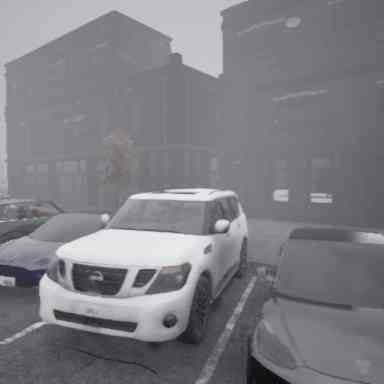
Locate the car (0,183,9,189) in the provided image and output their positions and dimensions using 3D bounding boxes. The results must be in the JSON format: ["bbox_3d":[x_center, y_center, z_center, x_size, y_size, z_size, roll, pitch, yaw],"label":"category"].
[{"bbox_3d":[-28.813,-0.193,49.658,4.792,1.488,2.163,1,3,17],"label":"car"}]

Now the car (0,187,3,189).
[{"bbox_3d":[-11.998,0.798,15.982,2.185,1.767,4.553,1,2,19],"label":"car"}]

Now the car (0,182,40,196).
[{"bbox_3d":[-27.028,-0.563,52.015,5.566,2.045,2.435,1,3,17],"label":"car"}]

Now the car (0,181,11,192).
[{"bbox_3d":[-38.564,-0.979,64.785,5.566,2.045,2.435,0,1,17],"label":"car"}]

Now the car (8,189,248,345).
[{"bbox_3d":[-0.300,0.984,6.541,2.435,2.045,5.566,1,2,19],"label":"car"}]

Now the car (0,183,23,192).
[{"bbox_3d":[-36.797,-0.943,67.210,4.553,1.767,2.185,0,1,17],"label":"car"}]

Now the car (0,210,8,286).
[{"bbox_3d":[-2.642,1.201,8.424,2.163,1.488,4.792,1,2,19],"label":"car"}]

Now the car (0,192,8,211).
[{"bbox_3d":[-4.998,0.983,10.298,2.185,1.767,4.553,1,1,19],"label":"car"}]

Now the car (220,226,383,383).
[{"bbox_3d":[2.038,1.329,4.670,2.163,1.488,4.792,1,2,19],"label":"car"}]

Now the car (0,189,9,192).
[{"bbox_3d":[-7.341,0.921,12.174,2.185,1.767,4.553,1,1,19],"label":"car"}]
